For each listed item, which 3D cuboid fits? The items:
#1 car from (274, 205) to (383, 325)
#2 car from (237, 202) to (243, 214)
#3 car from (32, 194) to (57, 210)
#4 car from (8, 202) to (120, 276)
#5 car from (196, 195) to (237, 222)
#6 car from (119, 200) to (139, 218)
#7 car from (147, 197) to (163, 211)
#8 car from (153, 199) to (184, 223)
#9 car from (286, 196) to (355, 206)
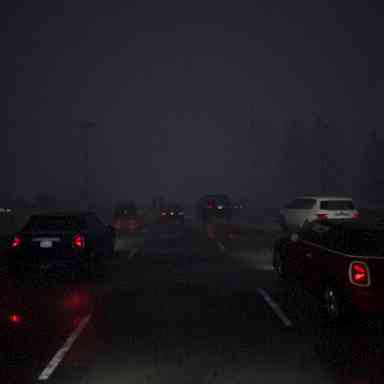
[{"bbox_3d":[3.340,1.347,7.315,2.097,1.767,4.553,0,0,-2],"label":"car"},{"bbox_3d":[3.877,1.542,35.525,2.033,1.411,5.357,0,0,-10],"label":"car"},{"bbox_3d":[-19.640,1.248,44.606,2.150,2.045,5.566,0,0,-14],"label":"car"},{"bbox_3d":[-3.821,1.357,10.604,2.097,1.767,4.553,0,0,-3],"label":"car"},{"bbox_3d":[1.676,1.219,26.791,2.150,2.045,5.566,0,0,-7],"label":"car"},{"bbox_3d":[-5.936,1.499,30.390,2.128,1.511,4.902,0,0,-9],"label":"car"},{"bbox_3d":[-4.466,1.357,41.651,2.097,1.767,4.553,0,0,-11],"label":"car"},{"bbox_3d":[-1.675,1.550,25.398,2.033,1.411,5.357,0,0,-7],"label":"car"},{"bbox_3d":[6.262,1.212,17.021,2.150,2.045,5.566,0,0,-5],"label":"car"}]
